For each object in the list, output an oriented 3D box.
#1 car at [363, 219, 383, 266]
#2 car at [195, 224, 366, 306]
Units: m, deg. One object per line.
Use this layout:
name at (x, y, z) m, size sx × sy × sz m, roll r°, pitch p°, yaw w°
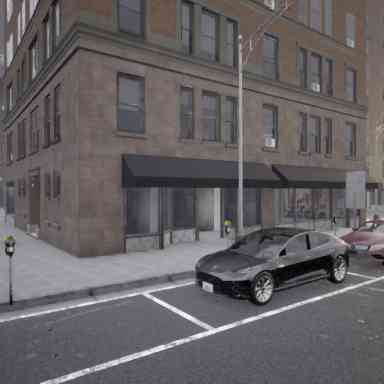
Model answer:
car at (6.550, 1.582, 11.274) m, size 4.206 × 1.307 × 1.802 m, roll 0°, pitch 0°, yaw -36°
car at (2.088, 1.566, 8.056) m, size 4.313 × 1.339 × 1.947 m, roll 0°, pitch 0°, yaw -36°
